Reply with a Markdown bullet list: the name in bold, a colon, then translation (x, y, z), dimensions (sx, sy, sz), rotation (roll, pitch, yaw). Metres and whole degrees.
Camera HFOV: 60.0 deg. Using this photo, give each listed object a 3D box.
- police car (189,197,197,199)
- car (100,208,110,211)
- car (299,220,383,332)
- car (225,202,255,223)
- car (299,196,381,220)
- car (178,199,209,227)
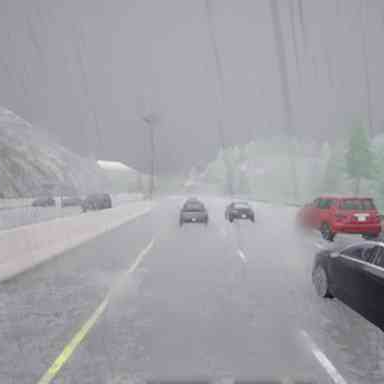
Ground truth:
- **police car**: translation (0.124, 1.466, 41.678), dimensions (2.038, 1.542, 4.974), rotation (0, 0, 0)
- **car**: translation (-10.569, 1.186, 37.552), dimensions (2.150, 2.045, 5.566), rotation (0, 0, 0)
- **car**: translation (3.603, 1.486, 5.522), dimensions (2.128, 1.511, 4.902), rotation (0, 0, 0)
- **car**: translation (3.616, 1.502, 25.526), dimensions (1.812, 1.442, 4.674), rotation (0, 0, 0)
- **car**: translation (7.122, 1.206, 16.582), dimensions (2.150, 2.045, 5.566), rotation (0, 0, 0)
- **car**: translation (0.113, 1.471, 22.470), dimensions (2.128, 1.511, 4.902), rotation (0, 0, 0)
